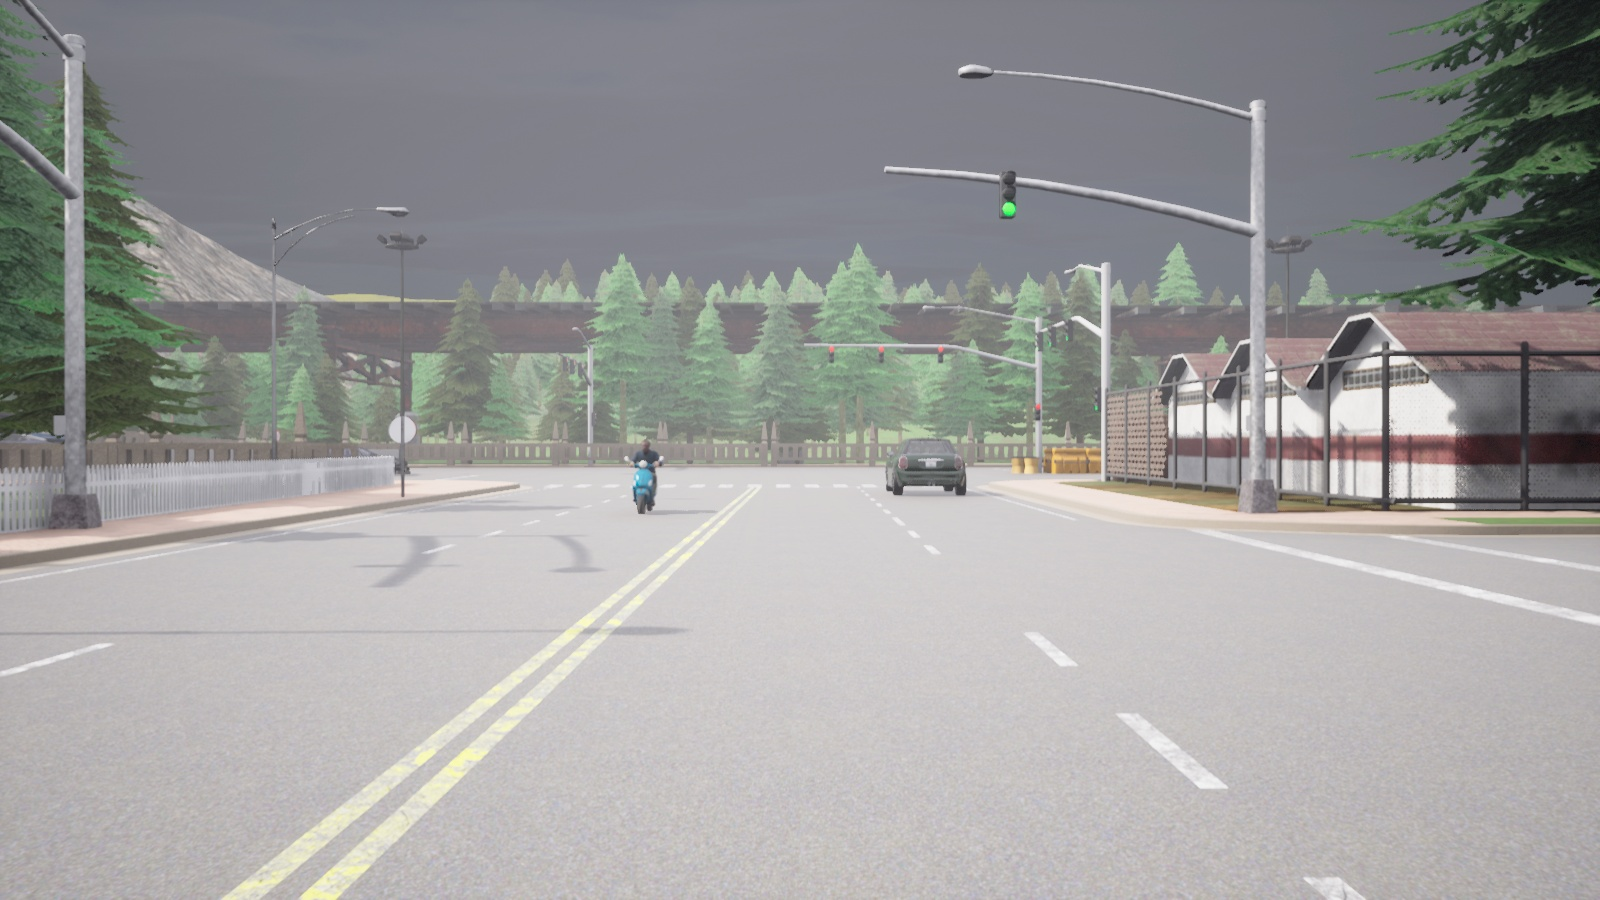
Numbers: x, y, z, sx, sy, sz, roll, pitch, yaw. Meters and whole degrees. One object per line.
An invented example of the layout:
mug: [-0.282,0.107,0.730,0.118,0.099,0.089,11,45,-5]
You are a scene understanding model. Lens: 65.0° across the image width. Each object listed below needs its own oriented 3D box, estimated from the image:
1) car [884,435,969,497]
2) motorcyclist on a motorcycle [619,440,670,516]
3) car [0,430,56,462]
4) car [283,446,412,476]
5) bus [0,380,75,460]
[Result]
car: [3.718,0.438,37.700,2.097,1.767,4.553,0,0,0]
motorcyclist on a motorcycle: [-3.339,0.576,27.066,0.866,1.590,1.817,0,0,0]
car: [-43.945,-0.301,68.973,4.792,1.488,2.163,4,0,-1]
car: [-21.212,0.505,59.017,5.357,1.411,2.033,0,0,-1]
bus: [-48.263,-2.062,72.379,10.273,4.253,3.944,6,0,-1]
